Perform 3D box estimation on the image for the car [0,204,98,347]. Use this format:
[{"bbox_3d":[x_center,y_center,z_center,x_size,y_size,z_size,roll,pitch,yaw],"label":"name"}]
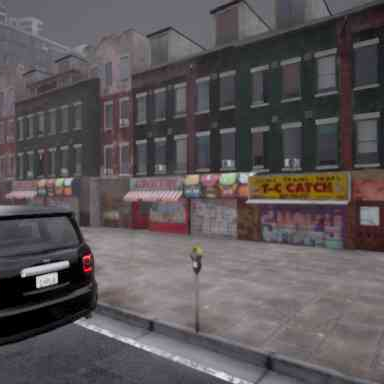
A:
[{"bbox_3d":[-4.043,1.224,5.828,5.566,2.045,2.150,0,0,35],"label":"car"}]
